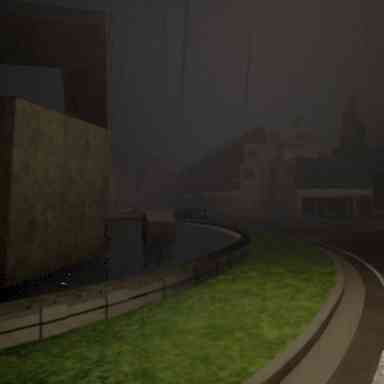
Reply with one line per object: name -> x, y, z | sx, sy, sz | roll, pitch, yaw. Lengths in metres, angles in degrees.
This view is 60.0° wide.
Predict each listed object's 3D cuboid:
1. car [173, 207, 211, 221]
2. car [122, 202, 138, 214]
car -> -0.100, 2.305, 35.474 | 4.181, 1.385, 1.994 | -1, -2, 33
car -> -10.071, 2.696, 53.280 | 1.812, 1.442, 4.674 | 0, -1, -17
